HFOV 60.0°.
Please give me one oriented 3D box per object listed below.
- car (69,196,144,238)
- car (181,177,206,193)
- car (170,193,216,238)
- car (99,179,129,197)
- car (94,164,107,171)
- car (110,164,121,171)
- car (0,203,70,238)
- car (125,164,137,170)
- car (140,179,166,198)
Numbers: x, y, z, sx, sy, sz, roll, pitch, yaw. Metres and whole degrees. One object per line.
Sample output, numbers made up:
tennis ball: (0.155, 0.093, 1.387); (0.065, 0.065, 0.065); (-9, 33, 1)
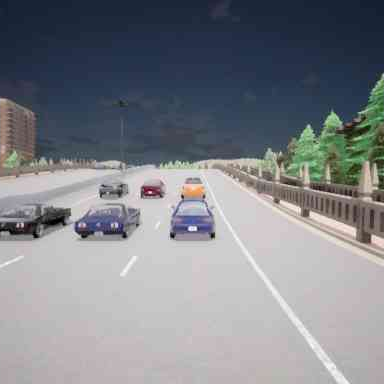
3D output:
car: (-3.461, 1.124, 14.622); (1.895, 1.301, 4.718); (0, 4, 0)
car: (0.121, -0.527, 29.508); (2.097, 1.767, 4.553); (0, 6, 0)
car: (0.039, 1.043, 14.567); (1.812, 1.442, 4.674); (0, 4, 0)
car: (-6.879, -0.401, 29.592); (2.128, 1.511, 4.902); (0, 7, 0)
car: (-20.629, -5.585, 74.908); (1.882, 1.535, 5.008); (0, 7, 0)
car: (-17.129, -5.510, 74.897); (1.994, 1.385, 4.181); (0, 7, 0)
car: (-6.961, 1.124, 14.641); (1.895, 1.301, 4.718); (0, 4, 0)
car: (-13.629, -5.523, 74.876); (2.033, 1.411, 5.357); (0, 7, 0)
car: (-3.380, -0.396, 29.432); (1.882, 1.535, 5.008); (0, 6, 0)
